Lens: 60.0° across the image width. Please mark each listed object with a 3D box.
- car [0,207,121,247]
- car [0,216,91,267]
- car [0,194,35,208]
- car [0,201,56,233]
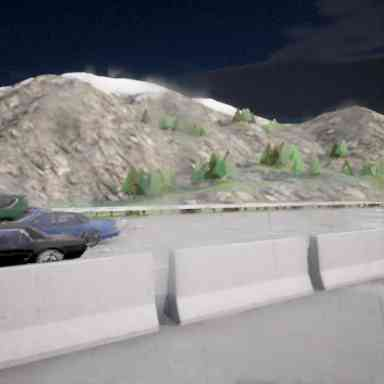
[{"bbox_3d":[-5.530,1.441,12.863,5.357,1.411,2.033,0,1,-34],"label":"car"},{"bbox_3d":[-5.357,1.527,8.708,4.718,1.301,1.895,0,1,-35],"label":"car"},{"bbox_3d":[-9.770,1.101,14.155,5.566,2.045,2.150,0,0,-35],"label":"car"},{"bbox_3d":[-10.253,1.327,18.055,5.008,1.535,1.882,0,0,-34],"label":"car"}]
